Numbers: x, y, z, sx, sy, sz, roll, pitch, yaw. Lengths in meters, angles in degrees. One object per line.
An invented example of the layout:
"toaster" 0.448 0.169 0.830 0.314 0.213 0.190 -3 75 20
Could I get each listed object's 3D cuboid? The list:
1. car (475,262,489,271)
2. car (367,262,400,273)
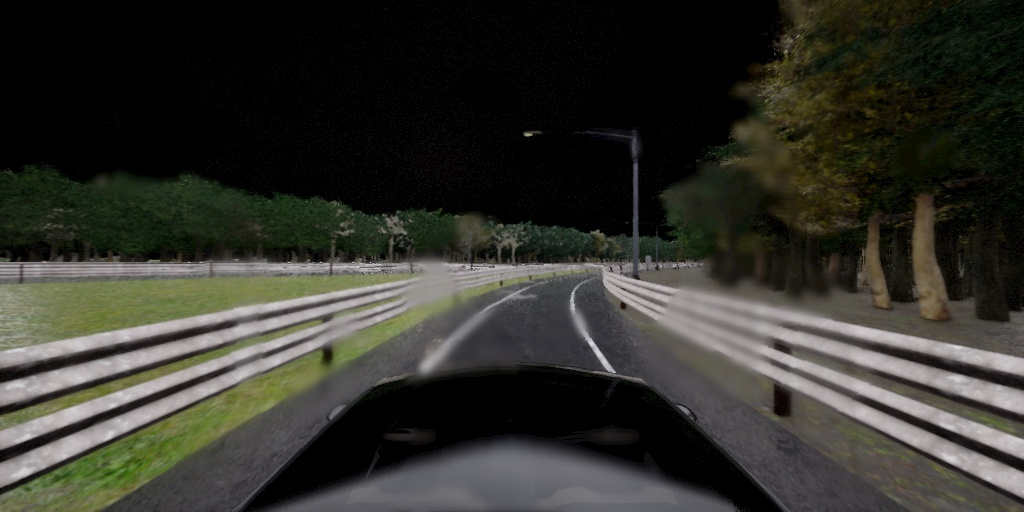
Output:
"car" -4.757 1.865 64.346 2.128 1.511 4.902 -1 -1 43
"car" -18.125 1.570 50.034 1.837 1.490 4.892 -1 -1 43
